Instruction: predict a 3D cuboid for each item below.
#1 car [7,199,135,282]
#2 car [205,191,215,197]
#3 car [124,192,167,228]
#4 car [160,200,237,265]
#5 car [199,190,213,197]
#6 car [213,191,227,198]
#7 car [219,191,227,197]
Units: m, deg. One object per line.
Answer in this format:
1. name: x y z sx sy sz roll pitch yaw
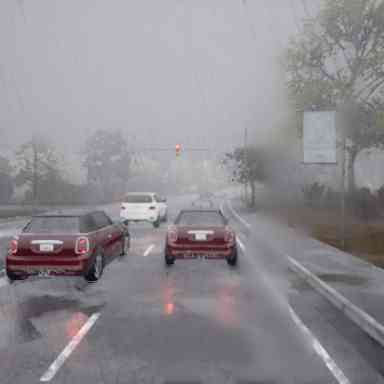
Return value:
1. car: -3.244 1.255 9.667 2.097 1.767 4.553 0 1 1
2. car: 4.869 0.443 89.645 1.882 1.535 5.008 0 1 11
3. car: -2.887 1.014 20.767 2.150 2.045 5.566 0 1 2
4. car: 0.298 1.239 11.392 2.097 1.767 4.553 0 1 1
5. car: 3.089 0.433 79.462 2.150 2.045 5.566 0 1 10
6. car: 6.618 0.807 79.348 1.895 1.301 4.718 0 1 10
7. car: 8.389 0.511 89.425 1.812 1.442 4.674 0 1 11
